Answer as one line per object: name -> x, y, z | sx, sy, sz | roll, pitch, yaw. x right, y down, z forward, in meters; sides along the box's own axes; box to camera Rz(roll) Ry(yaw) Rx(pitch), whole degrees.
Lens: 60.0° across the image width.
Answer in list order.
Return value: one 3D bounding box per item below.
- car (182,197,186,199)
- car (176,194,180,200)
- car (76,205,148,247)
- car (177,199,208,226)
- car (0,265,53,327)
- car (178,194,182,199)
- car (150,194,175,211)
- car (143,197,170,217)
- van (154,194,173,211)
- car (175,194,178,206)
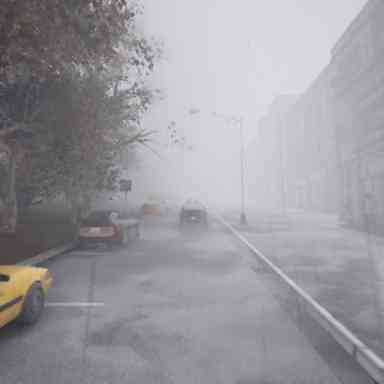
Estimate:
car -> 0.104, 1.602, 42.078 | 2.033, 1.411, 5.357 | 0, 0, 0
car -> -3.648, 1.551, 54.164 | 2.097, 1.535, 5.008 | 0, 0, 2
car -> -3.650, 1.536, 15.205 | 2.163, 1.488, 4.792 | 0, 0, 2
car -> 0.104, 1.514, 23.690 | 1.882, 1.535, 5.008 | 0, 0, 0
car -> -3.645, 1.486, 4.218 | 1.946, 1.575, 5.366 | 0, 0, 2
car -> -3.648, 1.447, 65.279 | 2.185, 1.767, 4.553 | 0, 0, 2
car -> -3.649, 1.278, 37.488 | 2.435, 2.045, 5.566 | 0, 0, 2
car -> -3.650, 1.524, 31.883 | 2.097, 1.535, 5.008 | 0, 0, 2
van -> -3.645, 1.310, 43.146 | 1.878, 1.987, 4.442 | 0, 0, 2
car -> -3.641, 1.540, 48.784 | 1.946, 1.575, 5.366 | 0, 0, 2
